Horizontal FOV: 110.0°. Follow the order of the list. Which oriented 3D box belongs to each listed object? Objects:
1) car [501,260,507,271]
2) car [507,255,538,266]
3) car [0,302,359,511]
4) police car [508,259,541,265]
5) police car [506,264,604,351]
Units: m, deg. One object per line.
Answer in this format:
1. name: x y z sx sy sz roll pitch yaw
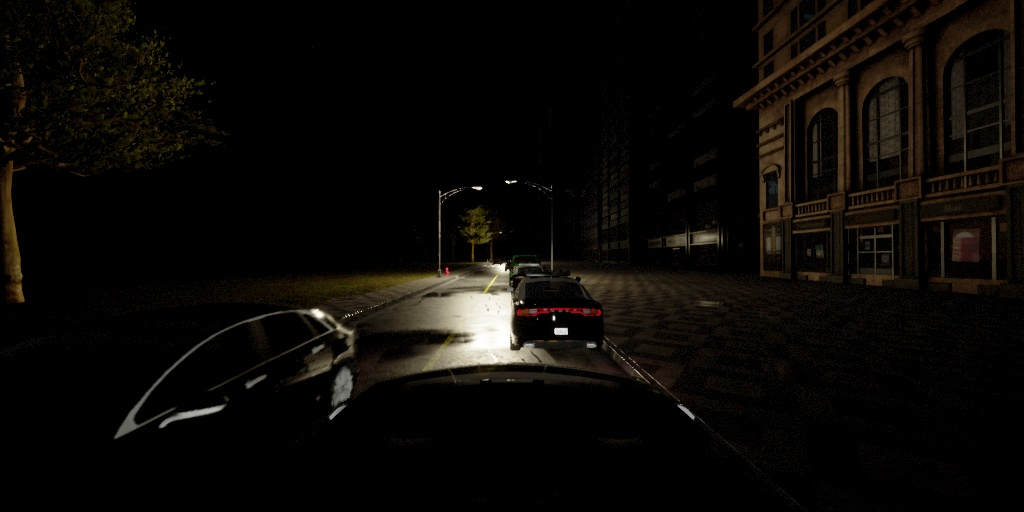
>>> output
1. car: 0.016 1.252 46.600 2.033 1.411 5.357 0 0 1
2. car: 0.894 0.963 25.070 2.150 2.045 5.566 0 0 0
3. car: -3.001 1.255 3.044 1.837 1.490 4.892 0 0 0
4. police car: 0.897 1.170 19.150 1.930 1.638 5.238 0 0 0
5. police car: 0.899 1.175 9.149 1.930 1.638 5.238 0 0 0
